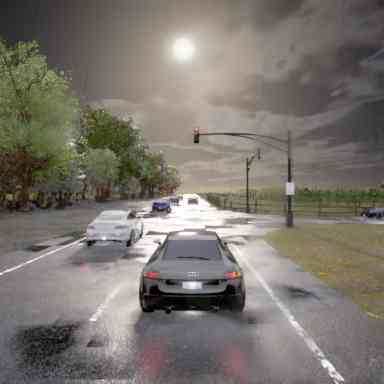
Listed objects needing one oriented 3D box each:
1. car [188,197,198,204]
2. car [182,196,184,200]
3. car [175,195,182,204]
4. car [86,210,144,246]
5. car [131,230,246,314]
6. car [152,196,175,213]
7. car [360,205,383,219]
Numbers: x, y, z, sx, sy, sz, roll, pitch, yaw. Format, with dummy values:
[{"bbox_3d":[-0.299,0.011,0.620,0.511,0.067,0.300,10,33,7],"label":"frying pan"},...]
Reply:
[{"bbox_3d":[0.198,1.606,63.935,1.895,1.301,4.718,0,0,0],"label":"car"},{"bbox_3d":[-3.356,1.526,89.895,2.128,1.511,4.902,0,0,0],"label":"car"},{"bbox_3d":[-3.301,1.483,61.975,1.882,1.535,5.008,0,0,0],"label":"car"},{"bbox_3d":[-3.375,1.530,15.096,1.812,1.442,4.674,0,0,0],"label":"car"},{"bbox_3d":[0.013,1.566,7.694,1.994,1.385,4.181,0,0,0],"label":"car"},{"bbox_3d":[-3.340,1.485,37.407,1.882,1.535,5.008,0,0,0],"label":"car"},{"bbox_3d":[18.726,1.809,31.022,5.357,1.411,2.033,1,-1,0],"label":"car"}]
